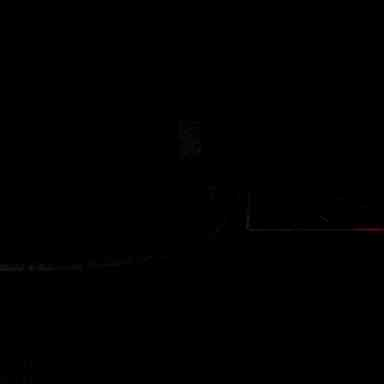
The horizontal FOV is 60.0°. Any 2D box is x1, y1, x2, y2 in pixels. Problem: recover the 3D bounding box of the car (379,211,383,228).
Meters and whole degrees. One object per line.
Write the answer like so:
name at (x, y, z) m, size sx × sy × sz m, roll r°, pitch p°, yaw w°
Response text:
car at (6.632, 0.935, 8.520) m, size 1.895 × 1.301 × 4.718 m, roll -1°, pitch 3°, yaw 10°
